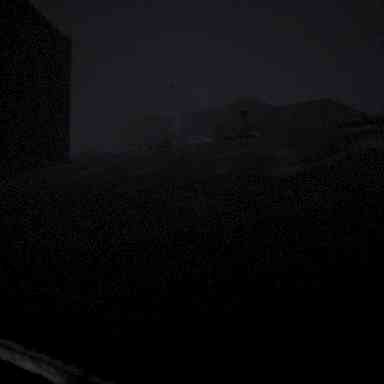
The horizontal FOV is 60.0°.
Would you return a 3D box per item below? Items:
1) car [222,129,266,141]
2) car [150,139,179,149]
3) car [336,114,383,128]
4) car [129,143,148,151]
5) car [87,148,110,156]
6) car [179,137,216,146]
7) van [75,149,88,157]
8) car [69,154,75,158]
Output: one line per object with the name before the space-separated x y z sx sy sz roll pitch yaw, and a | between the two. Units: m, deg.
car | 4.847 -4.913 30.272 2.185 1.767 4.553 0 2 -42
car | -2.578 -5.292 38.608 2.185 1.767 4.553 0 2 -42
car | 12.117 -4.413 22.109 2.231 1.521 4.892 0 2 -42
car | -6.248 -5.475 42.728 2.185 1.767 4.553 0 2 -42
car | -13.576 -5.702 50.952 2.231 1.521 4.892 0 2 -42
car | 1.191 -4.934 34.375 2.002 1.452 4.674 0 2 -42
van | -17.159 -6.095 54.977 1.878 1.987 4.442 0 1 -42
car | -20.917 -5.998 59.194 2.002 1.452 4.674 0 1 -42
